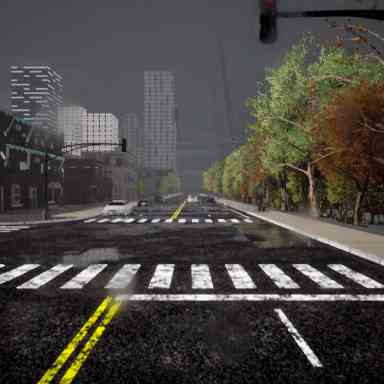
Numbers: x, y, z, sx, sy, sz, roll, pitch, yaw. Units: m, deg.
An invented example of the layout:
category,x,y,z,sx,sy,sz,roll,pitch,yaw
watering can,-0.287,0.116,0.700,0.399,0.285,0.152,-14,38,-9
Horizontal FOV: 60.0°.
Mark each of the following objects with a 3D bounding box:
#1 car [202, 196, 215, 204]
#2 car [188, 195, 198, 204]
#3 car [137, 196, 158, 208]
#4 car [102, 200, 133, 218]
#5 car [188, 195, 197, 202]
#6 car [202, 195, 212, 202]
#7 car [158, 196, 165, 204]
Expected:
category,x,y,z,sx,sy,sz,roll,pitch,yaw
car,3.410,1.521,63.743,2.033,1.411,5.357,0,0,0
car,0.153,1.499,64.624,1.812,1.442,4.674,0,0,0
car,-6.551,1.474,47.240,2.128,1.511,4.902,0,0,0
car,-6.699,1.516,30.434,1.812,1.442,4.674,0,0,3
car,0.085,1.445,74.818,1.882,1.535,5.008,0,0,0
car,3.328,1.508,74.397,2.033,1.411,5.357,0,0,0
car,-6.465,1.480,65.317,1.837,1.490,4.892,0,-1,1
